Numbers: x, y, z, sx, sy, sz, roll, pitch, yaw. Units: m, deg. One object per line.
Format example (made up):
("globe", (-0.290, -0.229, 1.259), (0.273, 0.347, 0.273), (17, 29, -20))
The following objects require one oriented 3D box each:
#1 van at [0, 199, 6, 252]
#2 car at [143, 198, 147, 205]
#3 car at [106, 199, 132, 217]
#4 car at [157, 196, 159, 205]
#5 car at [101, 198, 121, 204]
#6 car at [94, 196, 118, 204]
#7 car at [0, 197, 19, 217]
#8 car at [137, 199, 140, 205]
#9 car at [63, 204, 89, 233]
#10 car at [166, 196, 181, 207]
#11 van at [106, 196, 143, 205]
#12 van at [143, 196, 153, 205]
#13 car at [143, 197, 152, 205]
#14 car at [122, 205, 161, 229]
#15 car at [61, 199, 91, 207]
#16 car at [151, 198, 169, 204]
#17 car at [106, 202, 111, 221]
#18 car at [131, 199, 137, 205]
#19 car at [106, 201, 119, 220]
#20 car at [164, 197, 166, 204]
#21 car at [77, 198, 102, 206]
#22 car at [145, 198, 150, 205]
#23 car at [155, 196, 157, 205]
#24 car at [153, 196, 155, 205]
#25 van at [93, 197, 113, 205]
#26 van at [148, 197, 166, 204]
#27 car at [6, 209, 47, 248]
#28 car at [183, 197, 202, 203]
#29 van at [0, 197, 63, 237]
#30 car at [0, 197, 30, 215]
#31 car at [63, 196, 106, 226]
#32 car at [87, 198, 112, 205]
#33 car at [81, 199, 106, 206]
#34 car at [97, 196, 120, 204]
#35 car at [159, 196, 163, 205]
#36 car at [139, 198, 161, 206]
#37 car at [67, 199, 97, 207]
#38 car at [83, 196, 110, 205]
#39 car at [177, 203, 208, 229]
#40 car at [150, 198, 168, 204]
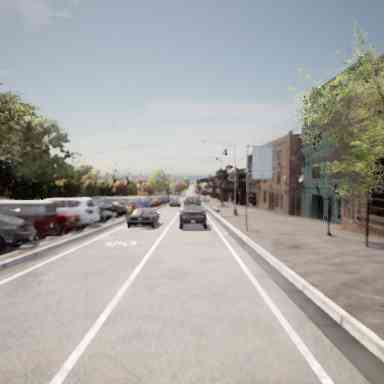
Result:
("van", (-8.738, 1.331, 10.557), (4.442, 1.987, 1.878), (0, -1, 0))
("car", (-8.892, 1.930, 44.190), (4.792, 1.488, 2.163), (0, -1, 0))
("car", (-8.893, 1.766, 32.981), (5.008, 1.535, 2.097), (0, -1, 0))
("car", (-8.925, 1.978, 61.010), (4.553, 1.767, 2.185), (0, -1, 0))
("car", (-22.127, 2.488, 91.169), (4.792, 1.488, 2.163), (0, -1, 0))
("car", (-22.116, 2.152, 85.621), (5.566, 2.045, 2.435), (0, -1, 0))
("car", (-21.954, 1.546, 35.533), (5.566, 2.045, 2.435), (0, -1, 0))
("car", (-8.939, 1.863, 38.584), (4.792, 1.488, 2.163), (0, -1, 0))
("car", (-8.864, 1.631, 18.965), (5.008, 1.535, 2.097), (0, -1, 0))
("car", (-3.311, 2.031, 65.304), (2.097, 1.767, 4.553), (0, -1, 0))
("van", (-8.799, 1.641, 41.390), (4.442, 1.987, 1.878), (0, -1, 0))
("van", (-8.822, 1.777, 52.602), (4.442, 1.987, 1.878), (0, -1, 0))
("car", (-8.928, 1.968, 49.796), (5.008, 1.535, 2.097), (0, -1, 0))
("car", (-3.367, 1.806, 23.604), (1.895, 1.301, 4.718), (0, -1, 0))
("car", (-22.047, 2.136, 63.413), (4.892, 1.521, 2.231), (0, -1, 0))
("car", (-9.055, 2.516, 94.653), (4.792, 1.488, 2.163), (0, 0, 0))
("car", (-8.876, 1.682, 24.576), (4.892, 1.521, 2.231), (0, -1, 0))
("car", (-9.090, 1.796, 35.781), (5.366, 1.575, 1.946), (0, -1, 0))
("car", (-8.858, 1.737, 27.373), (4.792, 1.488, 2.163), (0, -1, 0))
("car", (-8.979, 2.275, 75.024), (4.892, 1.521, 2.231), (0, -1, 0))
("car", (-22.089, 2.109, 71.741), (4.553, 1.767, 2.185), (0, -1, 0))
("car", (-8.898, 1.964, 46.993), (4.792, 1.488, 2.163), (0, -1, 0))
("car", (-8.919, 1.945, 58.207), (4.553, 1.767, 2.185), (0, -1, 0))
("car", (-8.976, 1.911, 55.404), (4.553, 1.767, 2.185), (0, -1, 0))
("van", (-22.198, 2.144, 82.844), (4.442, 1.987, 1.878), (0, -1, 0))
("van", (-9.125, 2.183, 86.237), (4.442, 1.987, 1.878), (0, -1, 0))
("car", (-8.853, 1.582, 13.359), (4.892, 1.521, 2.231), (0, -1, 0))
("car", (0.059, 1.615, 41.164), (2.150, 2.045, 5.566), (0, -1, 0))
("van", (-8.980, 1.380, 16.164), (4.442, 1.987, 1.878), (0, -1, 0))
("car", (-21.960, 1.578, 38.195), (5.566, 2.045, 2.435), (0, -1, 0))
("car", (-8.903, 1.405, 21.771), (5.566, 2.045, 2.435), (0, -1, 0))
("car", (-22.262, 2.333, 80.067), (5.366, 1.575, 1.946), (0, -1, 0))
("car", (-22.036, 2.298, 74.516), (4.792, 1.488, 2.163), (0, -1, 0))
("car", (-22.064, 2.180, 88.398), (5.566, 2.045, 2.435), (0, -1, 0))
("car", (-8.934, 1.887, 63.815), (5.566, 2.045, 2.435), (0, -1, 0))
("car", (-9.011, 2.114, 72.223), (4.553, 1.767, 2.185), (0, -1, 0))
("car", (-21.862, 2.165, 66.190), (5.366, 1.575, 1.946), (0, -1, 0))
("car", (-22.099, 2.051, 77.295), (5.566, 2.045, 2.435), (0, -1, 0))
("car", (0.081, 1.707, 23.673), (1.837, 1.490, 4.892), (0, -2, 0))
("car", (-9.018, 2.503, 91.845), (4.674, 1.452, 2.002), (0, -1, 0))
